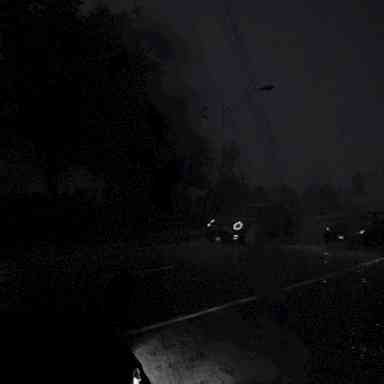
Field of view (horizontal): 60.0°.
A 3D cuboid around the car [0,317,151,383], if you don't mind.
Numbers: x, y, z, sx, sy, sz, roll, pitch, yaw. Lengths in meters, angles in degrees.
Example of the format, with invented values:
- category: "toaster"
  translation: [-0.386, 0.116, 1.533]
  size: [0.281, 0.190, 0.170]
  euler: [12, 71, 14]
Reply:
- category: "car"
  translation: [-2.327, 1.570, 2.220]
  size: [4.181, 1.385, 1.994]
  euler: [0, 0, -35]

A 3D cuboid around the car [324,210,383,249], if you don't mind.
- category: "car"
  translation: [7.720, 1.549, 14.970]
  size: [4.674, 1.442, 1.812]
  euler: [0, 0, -42]

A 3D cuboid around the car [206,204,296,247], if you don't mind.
- category: "car"
  translation: [2.778, 1.377, 15.336]
  size: [4.553, 1.767, 2.097]
  euler: [0, 0, -41]
